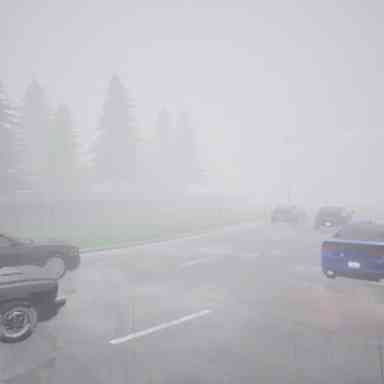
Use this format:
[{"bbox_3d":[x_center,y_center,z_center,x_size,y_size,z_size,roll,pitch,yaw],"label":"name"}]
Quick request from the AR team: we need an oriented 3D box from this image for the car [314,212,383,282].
[{"bbox_3d":[5.349,1.534,9.598,1.882,1.535,5.008,-1,0,40],"label":"car"}]

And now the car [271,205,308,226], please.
[{"bbox_3d":[7.516,1.701,25.474,2.128,1.511,4.902,-1,-1,31],"label":"car"}]

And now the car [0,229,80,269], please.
[{"bbox_3d":[-5.492,1.632,8.578,5.008,1.535,1.882,0,0,-36],"label":"car"}]

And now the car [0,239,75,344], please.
[{"bbox_3d":[-4.470,1.706,4.956,4.718,1.301,1.895,0,-1,-35],"label":"car"}]

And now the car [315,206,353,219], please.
[{"bbox_3d":[9.353,1.655,21.801,1.837,1.490,4.892,-1,-1,32],"label":"car"}]
